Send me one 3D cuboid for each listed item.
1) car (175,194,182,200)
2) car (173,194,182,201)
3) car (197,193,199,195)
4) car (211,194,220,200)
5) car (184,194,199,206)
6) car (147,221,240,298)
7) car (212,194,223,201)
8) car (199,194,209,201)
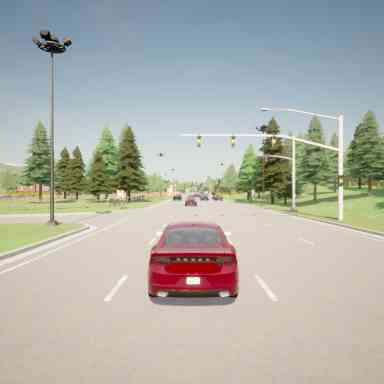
[{"bbox_3d":[-3.802,1.310,94.210,1.882,1.535,5.008,0,0,0],"label":"car"},{"bbox_3d":[-3.768,1.469,83.790,1.882,1.535,5.008,0,0,0],"label":"car"},{"bbox_3d":[3.198,1.357,94.232,2.128,1.511,4.902,0,0,0],"label":"car"},{"bbox_3d":[6.698,1.372,94.244,2.033,1.411,5.357,0,0,0],"label":"car"},{"bbox_3d":[-0.170,1.525,53.188,1.812,1.442,4.674,0,0,0],"label":"car"},{"bbox_3d":[0.036,1.478,8.586,1.882,1.535,5.008,0,0,0],"label":"car"},{"bbox_3d":[6.732,1.516,83.824,2.128,1.511,4.902,0,0,0],"label":"car"},{"bbox_3d":[3.230,1.516,84.229,1.812,1.442,4.674,0,0,0],"label":"car"}]
